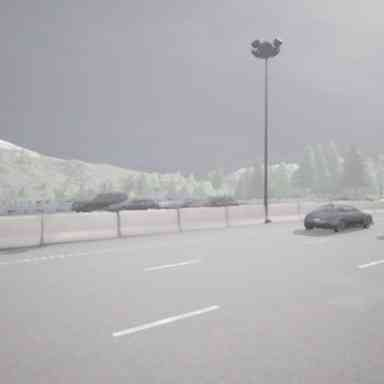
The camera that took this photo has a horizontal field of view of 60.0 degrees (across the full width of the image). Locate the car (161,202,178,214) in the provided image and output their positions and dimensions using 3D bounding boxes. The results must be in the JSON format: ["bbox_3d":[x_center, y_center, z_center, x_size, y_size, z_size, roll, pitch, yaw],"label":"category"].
[{"bbox_3d":[-0.301,1.329,29.573,5.357,1.411,2.033,-1,0,-35],"label":"car"}]

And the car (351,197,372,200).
[{"bbox_3d":[27.462,1.263,53.613,4.181,1.385,1.994,0,0,-35],"label":"car"}]

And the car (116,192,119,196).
[{"bbox_3d":[-8.674,1.071,32.199,5.566,2.045,2.150,-1,1,-35],"label":"car"}]

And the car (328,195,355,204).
[{"bbox_3d":[25.394,1.204,56.429,4.892,1.490,1.837,0,0,-35],"label":"car"}]

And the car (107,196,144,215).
[{"bbox_3d":[-5.256,1.334,30.335,4.892,1.490,1.837,0,0,-35],"label":"car"}]

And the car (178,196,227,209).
[{"bbox_3d":[1.583,1.136,26.615,4.553,1.767,2.097,-1,0,-35],"label":"car"}]

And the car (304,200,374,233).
[{"bbox_3d":[7.968,1.347,18.033,4.181,1.385,1.994,-1,1,-35],"label":"car"}]
